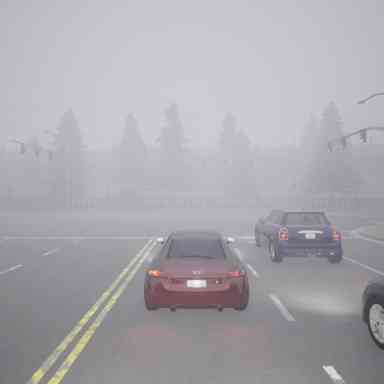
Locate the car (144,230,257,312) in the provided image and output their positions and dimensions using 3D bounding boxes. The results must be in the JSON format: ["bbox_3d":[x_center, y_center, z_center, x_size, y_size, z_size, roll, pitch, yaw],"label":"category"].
[{"bbox_3d":[0.081,1.564,7.788,1.994,1.385,4.181,0,0,0],"label":"car"}]

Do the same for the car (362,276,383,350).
[{"bbox_3d":[3.592,1.505,3.315,1.837,1.490,4.892,0,0,0],"label":"car"}]

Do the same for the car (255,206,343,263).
[{"bbox_3d":[3.636,1.352,12.159,2.097,1.767,4.553,0,0,2],"label":"car"}]
